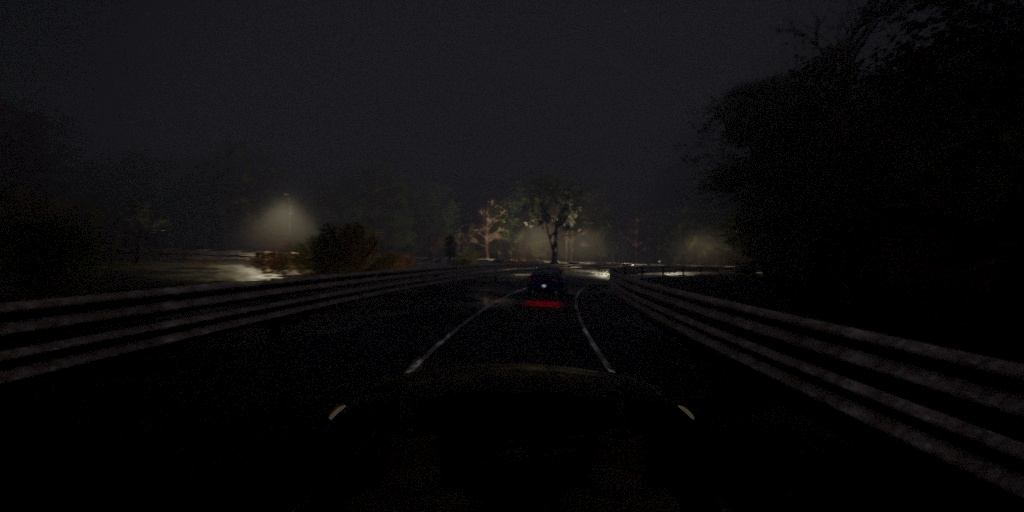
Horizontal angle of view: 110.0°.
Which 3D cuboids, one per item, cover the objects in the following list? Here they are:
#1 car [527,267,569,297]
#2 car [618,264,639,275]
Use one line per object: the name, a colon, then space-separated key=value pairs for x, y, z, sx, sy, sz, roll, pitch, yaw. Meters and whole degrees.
car: x=2.085 y=1.351 z=20.009 sx=1.882 sy=1.535 sz=5.008 roll=1 pitch=-1 yaw=12
car: x=16.953 y=1.966 z=52.160 sx=2.128 sy=1.511 sz=4.902 roll=2 pitch=0 yaw=37
